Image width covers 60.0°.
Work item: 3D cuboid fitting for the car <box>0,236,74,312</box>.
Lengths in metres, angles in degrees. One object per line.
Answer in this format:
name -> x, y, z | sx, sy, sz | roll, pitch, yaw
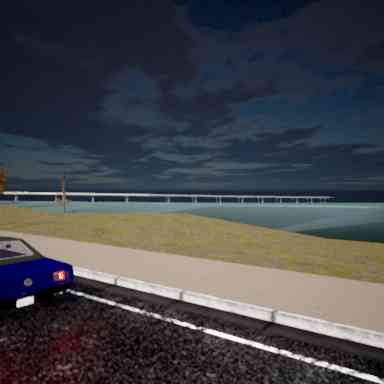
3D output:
car -> -4.669, 1.595, 7.006 | 4.718, 1.301, 1.895 | 0, 0, 35
